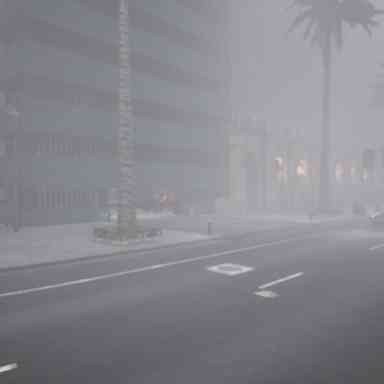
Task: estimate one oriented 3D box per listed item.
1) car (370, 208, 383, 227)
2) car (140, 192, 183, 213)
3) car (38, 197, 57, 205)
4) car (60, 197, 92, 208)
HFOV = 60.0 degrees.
[{"bbox_3d":[13.276,1.568,21.596,4.718,1.301,1.895,0,0,-44],"label":"car"},{"bbox_3d":[-2.827,1.072,35.548,5.566,2.045,2.435,0,0,-44],"label":"car"},{"bbox_3d":[-23.941,1.560,57.002,4.786,1.482,2.161,0,0,-44],"label":"car"},{"bbox_3d":[-16.219,1.571,48.335,4.718,1.301,1.895,0,0,-44],"label":"car"}]
